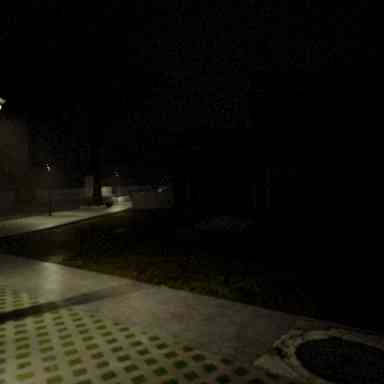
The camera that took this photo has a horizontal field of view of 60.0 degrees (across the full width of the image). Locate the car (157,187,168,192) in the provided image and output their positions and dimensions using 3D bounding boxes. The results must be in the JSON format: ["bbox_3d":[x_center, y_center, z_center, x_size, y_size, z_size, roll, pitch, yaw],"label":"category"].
[{"bbox_3d":[-5.527,-0.190,64.460,1.812,1.442,4.674,1,2,10],"label":"car"}]

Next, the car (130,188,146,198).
[{"bbox_3d":[-7.963,0.163,51.061,1.882,1.535,5.008,1,2,10],"label":"car"}]
